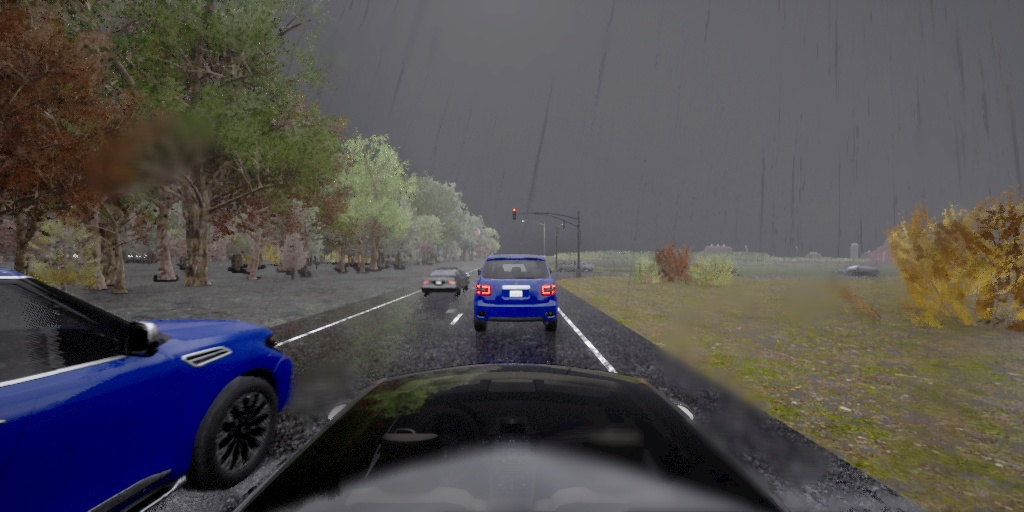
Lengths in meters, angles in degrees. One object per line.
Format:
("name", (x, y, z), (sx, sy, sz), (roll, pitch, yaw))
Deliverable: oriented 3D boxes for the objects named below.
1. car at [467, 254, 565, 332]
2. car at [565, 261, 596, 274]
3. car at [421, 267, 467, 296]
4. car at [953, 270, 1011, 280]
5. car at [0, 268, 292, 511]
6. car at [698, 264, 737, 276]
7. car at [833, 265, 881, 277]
("car", (0.090, 0.974, 11.065), (2.150, 2.045, 5.566), (0, 0, 0))
("car", (7.907, 1.409, 44.391), (4.902, 1.511, 2.128), (1, -1, 18))
("car", (-3.418, 1.301, 19.206), (2.033, 1.411, 5.357), (0, 0, 0))
("car", (50.983, 1.851, 39.284), (5.357, 1.411, 2.033), (1, -1, 1))
("car", (-3.404, 0.972, 1.416), (2.150, 2.045, 5.566), (0, 0, 0))
("car", (24.404, 1.600, 43.004), (4.674, 1.442, 1.812), (0, -1, 0))
("car", (41.291, 1.784, 42.932), (4.674, 1.442, 1.812), (0, -1, 0))
